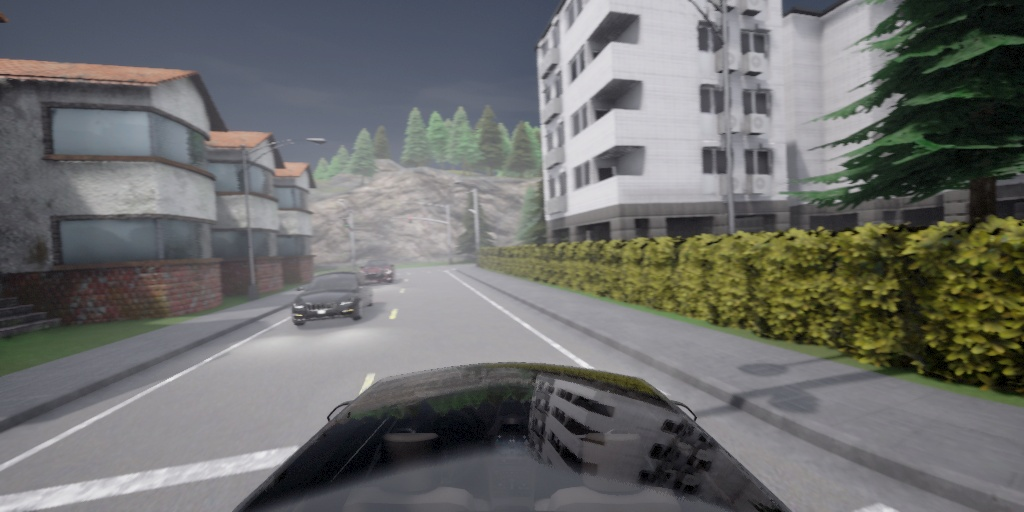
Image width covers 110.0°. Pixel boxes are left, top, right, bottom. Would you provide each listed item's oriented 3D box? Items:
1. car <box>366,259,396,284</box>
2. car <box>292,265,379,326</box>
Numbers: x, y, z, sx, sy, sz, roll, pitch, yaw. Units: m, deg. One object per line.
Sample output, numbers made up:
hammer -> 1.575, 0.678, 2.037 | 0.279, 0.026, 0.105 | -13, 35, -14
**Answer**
car -> -9.230, 1.001, 24.731 | 2.097, 1.767, 4.553 | -3, 1, -14
car -> -6.022, 1.305, 12.483 | 1.837, 1.490, 4.892 | -3, 2, -15
